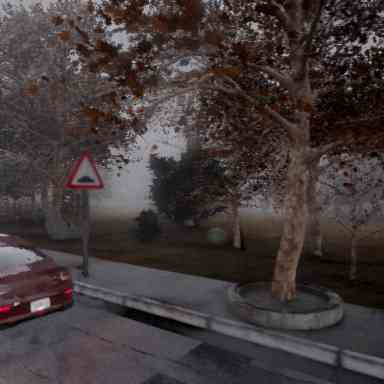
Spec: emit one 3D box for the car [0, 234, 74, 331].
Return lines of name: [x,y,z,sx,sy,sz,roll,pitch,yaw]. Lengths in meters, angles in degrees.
car: [-4.151,1.531,6.341,4.674,1.442,1.812,0,0,35]
